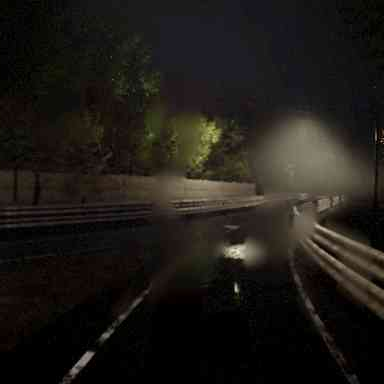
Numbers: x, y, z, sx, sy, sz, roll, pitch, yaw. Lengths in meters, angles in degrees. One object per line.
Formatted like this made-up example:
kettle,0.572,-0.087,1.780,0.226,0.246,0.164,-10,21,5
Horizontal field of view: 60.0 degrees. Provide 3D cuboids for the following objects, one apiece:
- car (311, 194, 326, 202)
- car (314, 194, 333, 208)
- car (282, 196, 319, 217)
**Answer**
car,23.304,1.019,61.119,1.895,1.301,4.718,1,1,29
car,16.085,1.176,40.759,1.895,1.301,4.718,1,1,29
car,8.984,1.292,27.688,1.895,1.301,4.718,1,1,29
